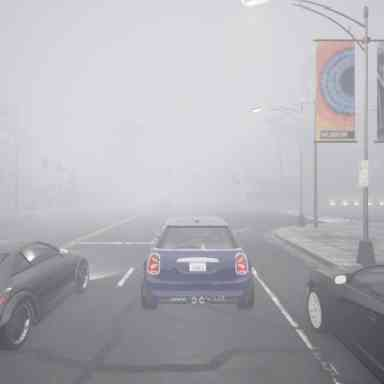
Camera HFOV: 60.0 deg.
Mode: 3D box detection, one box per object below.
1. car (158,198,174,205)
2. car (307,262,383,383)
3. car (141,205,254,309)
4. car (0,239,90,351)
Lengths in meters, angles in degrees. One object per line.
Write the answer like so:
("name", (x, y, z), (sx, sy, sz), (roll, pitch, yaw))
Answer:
("car", (-3.391, 1.547, 43.555), (2.033, 1.411, 5.357), (0, 0, 0))
("car", (2.901, 1.480, 3.734), (2.097, 1.535, 5.008), (0, 0, 0))
("car", (0.101, 1.352, 8.018), (2.097, 1.767, 4.553), (0, 0, 0))
("car", (-3.399, 1.564, 6.199), (1.994, 1.385, 4.181), (0, 0, 0))
